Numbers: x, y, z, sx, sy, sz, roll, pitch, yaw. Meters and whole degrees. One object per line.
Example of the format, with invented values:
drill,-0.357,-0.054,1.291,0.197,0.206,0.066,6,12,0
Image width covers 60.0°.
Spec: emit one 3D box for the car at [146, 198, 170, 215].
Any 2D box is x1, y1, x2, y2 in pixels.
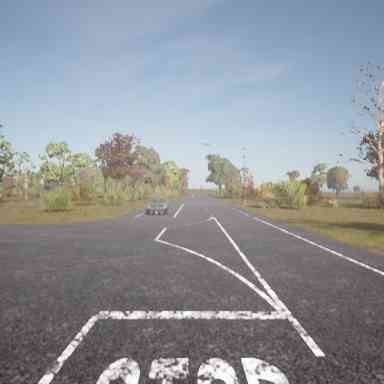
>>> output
car,-3.331,1.357,33.340,2.097,1.767,4.553,0,0,0
